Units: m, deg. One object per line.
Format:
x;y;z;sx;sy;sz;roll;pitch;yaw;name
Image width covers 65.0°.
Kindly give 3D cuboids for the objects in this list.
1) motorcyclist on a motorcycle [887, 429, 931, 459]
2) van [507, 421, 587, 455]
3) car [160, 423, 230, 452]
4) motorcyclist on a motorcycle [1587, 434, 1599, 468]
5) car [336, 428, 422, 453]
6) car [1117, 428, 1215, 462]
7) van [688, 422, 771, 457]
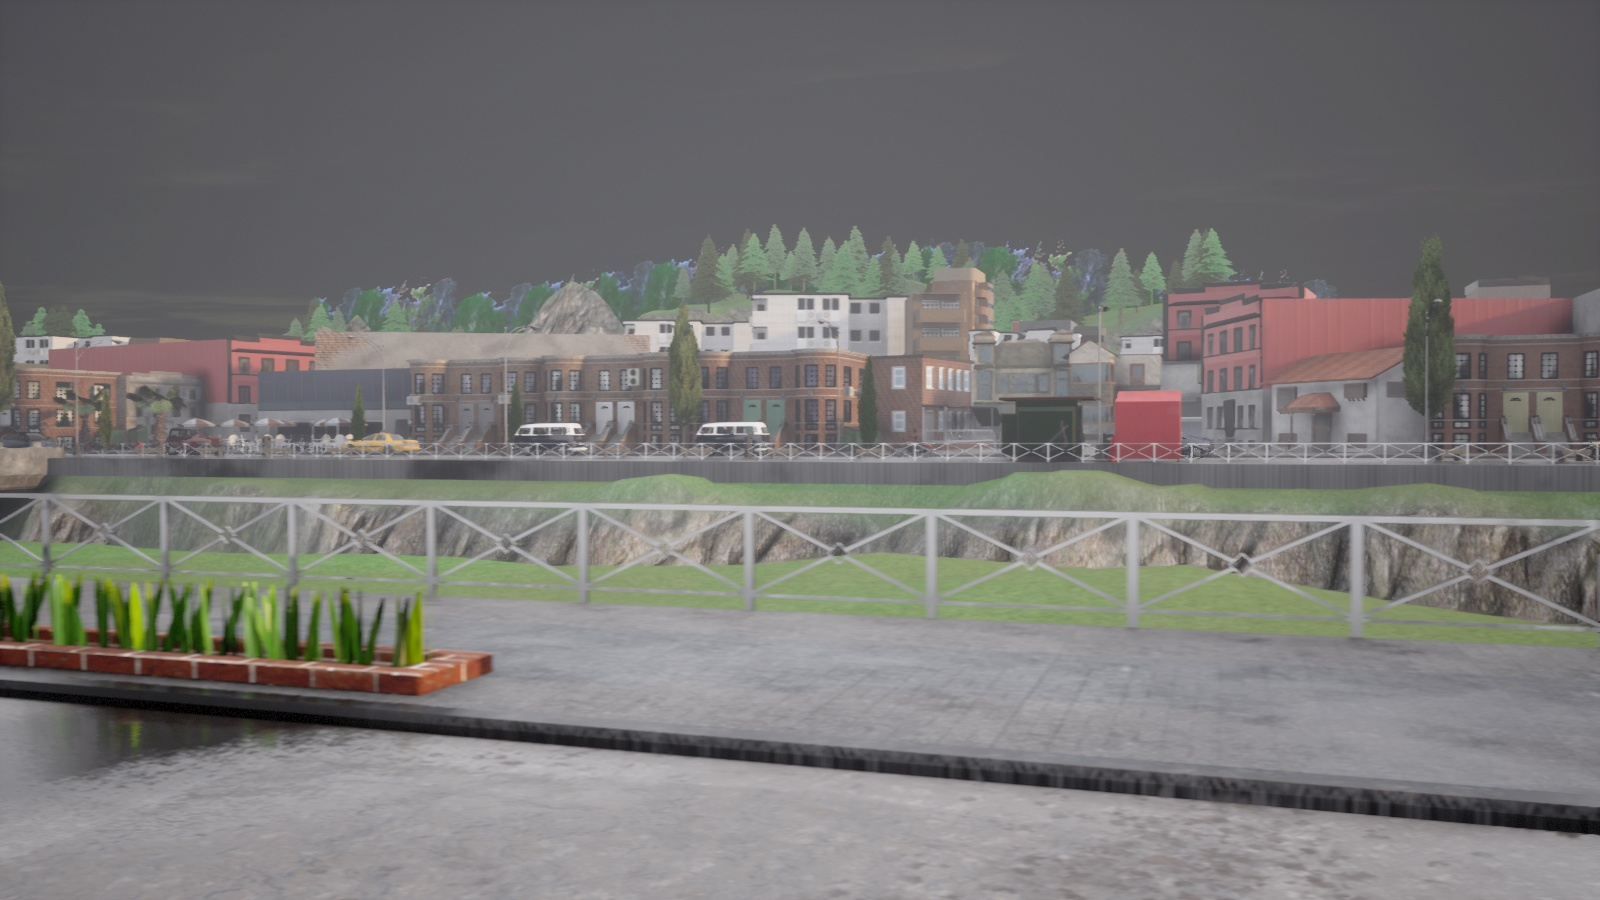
6.140;-0.337;70.967;2.350;1.649;0.766;0;1;19;motorcyclist on a motorcycle
-15.791;-0.764;78.335;4.480;2.038;2.069;1;1;19;van
-39.522;-0.841;82.094;3.866;1.878;1.905;1;1;19;car
36.686;0.042;56.482;2.044;1.523;0.797;1;1;19;motorcyclist on a motorcycle
-27.582;-0.656;82.301;5.366;1.575;1.801;1;1;19;car
18.272;-0.264;62.669;4.611;1.667;2.242;1;1;19;car
-4.166;-0.658;74.428;4.480;2.038;2.069;1;1;19;van
